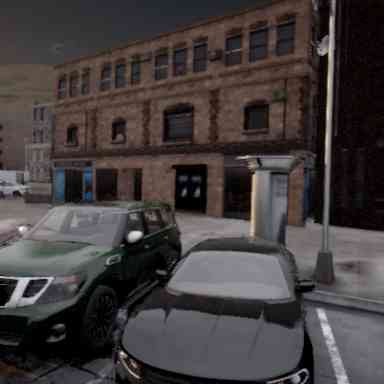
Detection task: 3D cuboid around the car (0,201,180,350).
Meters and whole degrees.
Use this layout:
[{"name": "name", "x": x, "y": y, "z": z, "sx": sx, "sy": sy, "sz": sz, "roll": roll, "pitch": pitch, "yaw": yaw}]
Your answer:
[{"name": "car", "x": -1.832, "y": 1.221, "z": 6.653, "sx": 2.435, "sy": 2.045, "sz": 5.566, "roll": 1, "pitch": -1, "yaw": 14}]

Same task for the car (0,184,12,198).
[{"name": "car", "x": -25.212, "y": 0.146, "z": 40.724, "sx": 4.674, "sy": 1.452, "sz": 2.002, "roll": 1, "pitch": 6, "yaw": 7}]

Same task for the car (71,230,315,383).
[{"name": "car", "x": 0.651, "y": 1.478, "z": 4.955, "sx": 2.097, "sy": 1.535, "sz": 5.008, "roll": 1, "pitch": -1, "yaw": 15}]

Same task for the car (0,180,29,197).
[{"name": "car", "x": -23.830, "y": -0.433, "z": 43.377, "sx": 5.566, "sy": 2.045, "sz": 2.435, "roll": 1, "pitch": 6, "yaw": 7}]
